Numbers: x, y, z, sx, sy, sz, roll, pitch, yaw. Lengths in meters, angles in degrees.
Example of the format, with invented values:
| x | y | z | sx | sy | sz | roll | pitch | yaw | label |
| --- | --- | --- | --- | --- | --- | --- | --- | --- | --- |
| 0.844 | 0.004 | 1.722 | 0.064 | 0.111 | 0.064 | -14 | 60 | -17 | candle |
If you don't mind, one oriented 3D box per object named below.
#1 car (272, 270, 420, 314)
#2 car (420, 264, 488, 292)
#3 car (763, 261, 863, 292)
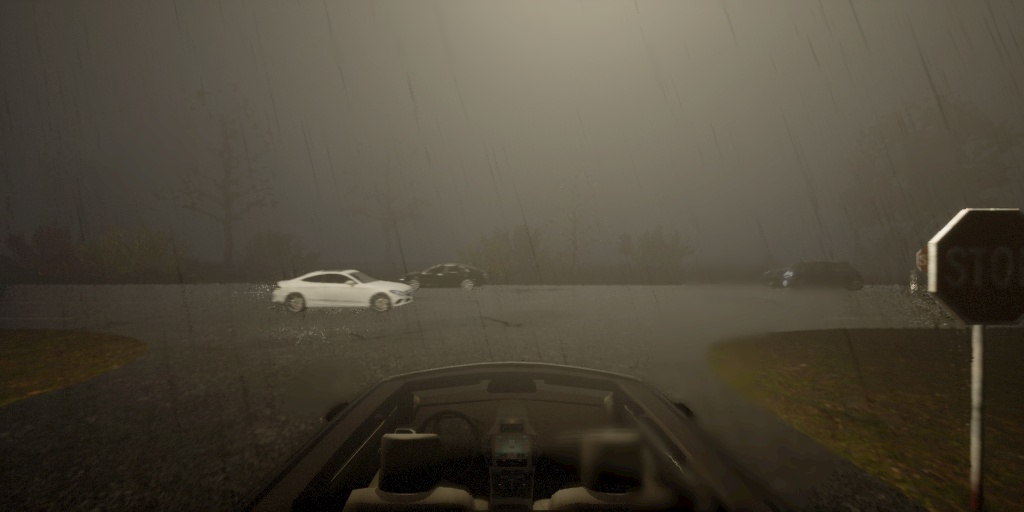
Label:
| x | y | z | sx | sy | sz | roll | pitch | yaw | label |
| --- | --- | --- | --- | --- | --- | --- | --- | --- | --- |
| -5.986 | 1.215 | 12.901 | 4.674 | 1.442 | 1.812 | 0 | 0 | -1 | car |
| -3.777 | 1.182 | 19.953 | 4.892 | 1.490 | 1.837 | 0 | 0 | -1 | car |
| 17.009 | 1.048 | 20.431 | 4.553 | 1.767 | 2.097 | 0 | 0 | -1 | car |
